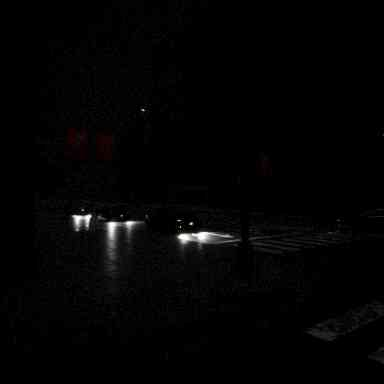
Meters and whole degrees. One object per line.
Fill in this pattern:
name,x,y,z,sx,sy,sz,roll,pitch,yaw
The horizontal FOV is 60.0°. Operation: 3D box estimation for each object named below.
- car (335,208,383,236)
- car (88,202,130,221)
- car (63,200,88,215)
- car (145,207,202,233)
car,9.698,1.520,16.658,2.128,1.511,4.902,0,0,-36
car,-6.944,1.619,28.334,1.812,1.442,4.674,0,0,-36
car,-12.712,1.622,36.369,2.128,1.511,4.902,0,0,-35
car,-1.207,1.619,20.347,1.994,1.385,4.181,0,0,-36
